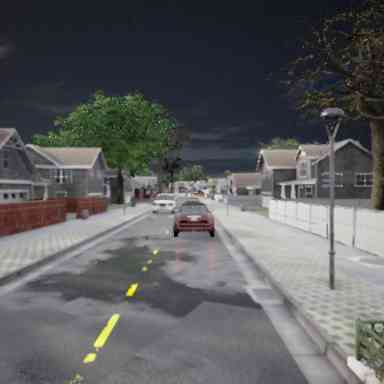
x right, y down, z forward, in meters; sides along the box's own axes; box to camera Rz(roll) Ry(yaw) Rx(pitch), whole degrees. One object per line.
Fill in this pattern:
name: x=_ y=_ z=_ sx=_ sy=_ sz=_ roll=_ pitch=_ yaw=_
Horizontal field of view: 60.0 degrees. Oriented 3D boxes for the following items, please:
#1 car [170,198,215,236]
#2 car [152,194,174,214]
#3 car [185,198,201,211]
car: x=0.102 y=1.345 z=18.374 sx=2.097 sy=1.767 sz=4.553 roll=0 pitch=0 yaw=0
car: x=-2.828 y=1.204 z=34.789 sx=2.150 sy=2.045 sz=5.566 roll=0 pitch=0 yaw=0
car: x=0.105 y=1.485 z=40.764 sx=1.837 sy=1.490 sz=4.892 roll=0 pitch=0 yaw=0
